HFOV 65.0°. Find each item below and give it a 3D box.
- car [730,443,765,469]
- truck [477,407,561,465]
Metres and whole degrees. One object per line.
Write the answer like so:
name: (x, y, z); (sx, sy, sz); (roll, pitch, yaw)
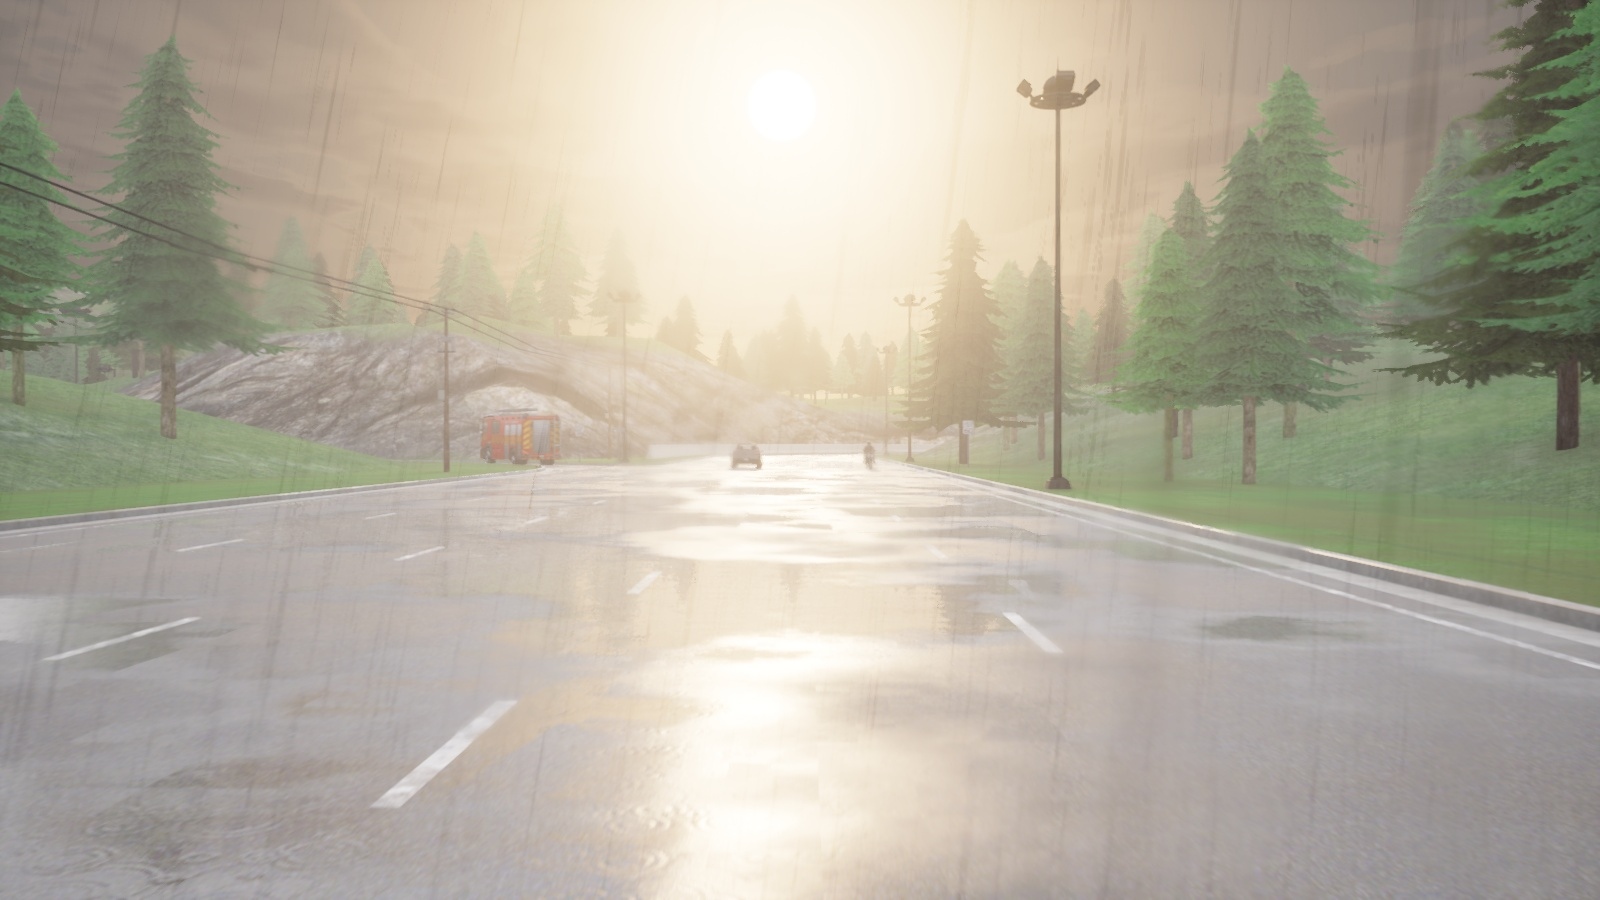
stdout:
car: (-3.066, 0.342, 73.724); (1.845, 1.501, 3.633); (0, 0, 0)
truck: (-19.610, -0.925, 87.165); (2.891, 3.827, 8.468); (0, 0, -33)
